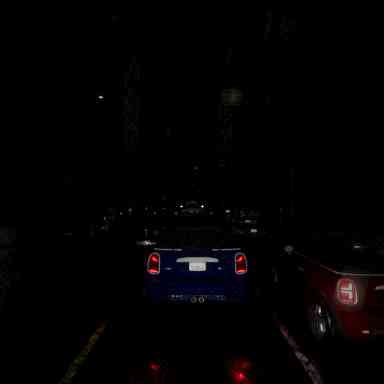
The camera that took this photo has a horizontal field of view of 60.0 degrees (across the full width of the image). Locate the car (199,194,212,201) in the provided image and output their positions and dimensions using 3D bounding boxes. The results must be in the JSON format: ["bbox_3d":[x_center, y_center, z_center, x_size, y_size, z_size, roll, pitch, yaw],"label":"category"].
[{"bbox_3d":[2.864,1.484,65.584,1.967,1.590,4.097,0,0,0],"label":"car"}]

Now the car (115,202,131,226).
[{"bbox_3d":[-5.680,1.584,22.989,1.802,1.307,4.206,0,0,0],"label":"car"}]

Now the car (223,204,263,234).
[{"bbox_3d":[2.847,1.552,17.491,2.008,1.369,4.403,0,0,0],"label":"car"}]

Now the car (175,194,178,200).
[{"bbox_3d":[-5.621,1.638,92.466,1.752,1.417,4.829,0,0,0],"label":"car"}]

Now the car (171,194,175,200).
[{"bbox_3d":[-5.644,1.616,76.410,2.008,1.369,4.403,0,0,0],"label":"car"}]

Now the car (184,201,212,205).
[{"bbox_3d":[0.089,1.479,17.336,1.882,1.535,5.008,0,0,0],"label":"car"}]

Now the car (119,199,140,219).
[{"bbox_3d":[-5.682,1.444,28.491,1.967,1.590,4.097,0,0,0],"label":"car"}]

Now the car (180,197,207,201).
[{"bbox_3d":[-0.010,1.460,27.358,1.801,1.575,5.366,0,0,0],"label":"car"}]

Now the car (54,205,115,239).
[{"bbox_3d":[-5.678,1.567,17.488,1.947,1.339,4.313,0,0,0],"label":"car"}]

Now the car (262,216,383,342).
[{"bbox_3d":[2.851,1.440,6.488,1.967,1.590,4.097,0,0,0],"label":"car"}]

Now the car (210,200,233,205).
[{"bbox_3d":[2.844,1.569,28.493,1.947,1.339,4.313,0,0,0],"label":"car"}]

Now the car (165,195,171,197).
[{"bbox_3d":[-5.660,1.626,65.594,1.802,1.307,4.206,0,0,0],"label":"car"}]

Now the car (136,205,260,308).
[{"bbox_3d":[0.096,1.352,8.055,2.097,1.767,4.553,0,0,0],"label":"car"}]

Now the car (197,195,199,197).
[{"bbox_3d":[2.881,1.616,76.401,2.008,1.369,4.403,0,0,0],"label":"car"}]

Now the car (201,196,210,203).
[{"bbox_3d":[2.873,1.580,71.163,1.752,1.417,4.829,0,0,0],"label":"car"}]

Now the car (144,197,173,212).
[{"bbox_3d":[-3.012,1.405,29.235,1.895,1.301,4.718,0,0,0],"label":"car"}]
